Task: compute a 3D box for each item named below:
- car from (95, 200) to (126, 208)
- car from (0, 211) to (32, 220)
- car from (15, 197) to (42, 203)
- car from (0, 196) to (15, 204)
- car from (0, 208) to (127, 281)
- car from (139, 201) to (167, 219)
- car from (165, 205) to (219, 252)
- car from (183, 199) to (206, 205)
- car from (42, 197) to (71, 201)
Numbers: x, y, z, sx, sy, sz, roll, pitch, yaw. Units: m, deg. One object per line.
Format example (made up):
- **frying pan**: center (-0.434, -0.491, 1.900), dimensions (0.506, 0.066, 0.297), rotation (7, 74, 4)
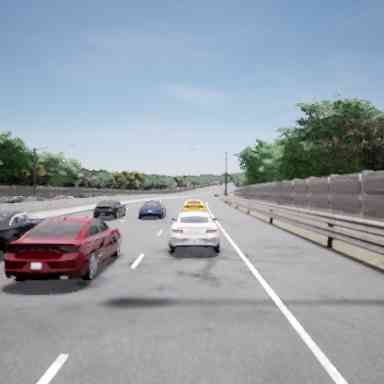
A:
- **car**: center (-6.820, 1.423, 28.064), dimensions (1.837, 1.490, 4.892), rotation (0, 0, 1)
- **car**: center (-6.908, 1.461, 12.729), dimensions (2.128, 1.511, 4.902), rotation (0, 0, 0)
- **car**: center (-20.715, 1.384, 43.615), dimensions (1.812, 1.442, 4.674), rotation (0, 0, 2)
- **car**: center (-24.207, 1.348, 43.813), dimensions (2.128, 1.511, 4.902), rotation (0, 0, 2)
- **car**: center (-3.421, 1.456, 9.800), dimensions (1.882, 1.535, 5.008), rotation (0, 0, 0)
- **car**: center (-3.312, 1.481, 28.495), dimensions (1.994, 1.385, 4.181), rotation (0, 0, 1)
- **car**: center (0.097, 1.492, 13.664), dimensions (1.812, 1.442, 4.674), rotation (0, 0, 0)
- **car**: center (0.206, 1.393, 29.438), dimensions (1.882, 1.535, 5.008), rotation (0, 0, 1)
- **car**: center (-17.212, 1.353, 43.745), dimensions (2.128, 1.511, 4.902), rotation (0, 0, 2)
